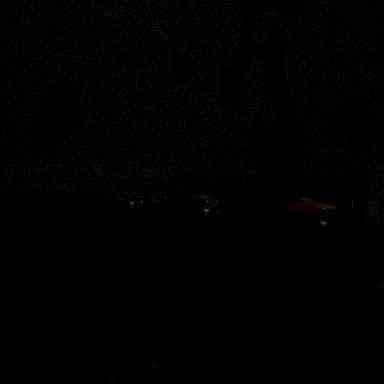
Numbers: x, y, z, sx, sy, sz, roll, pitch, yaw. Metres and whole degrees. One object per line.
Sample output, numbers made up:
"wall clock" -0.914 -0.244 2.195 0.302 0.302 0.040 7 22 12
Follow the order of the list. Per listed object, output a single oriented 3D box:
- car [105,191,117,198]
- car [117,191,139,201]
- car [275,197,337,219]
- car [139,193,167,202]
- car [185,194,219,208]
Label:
"car" -15.456 0.485 65.712 2.033 1.411 5.357 1 1 -36
"car" -9.625 0.662 52.592 1.837 1.490 4.892 1 0 -35
"car" 8.964 1.195 26.421 1.882 1.535 5.008 1 1 -36
"car" -5.936 0.821 52.377 1.895 1.301 4.718 1 1 -36
"car" 1.028 1.001 37.560 1.812 1.442 4.674 1 1 -36
